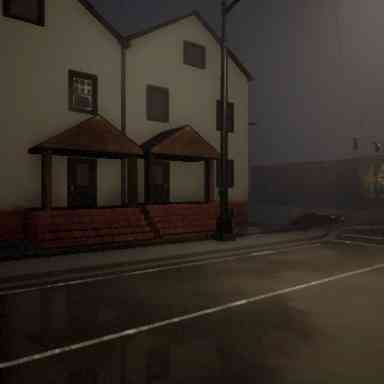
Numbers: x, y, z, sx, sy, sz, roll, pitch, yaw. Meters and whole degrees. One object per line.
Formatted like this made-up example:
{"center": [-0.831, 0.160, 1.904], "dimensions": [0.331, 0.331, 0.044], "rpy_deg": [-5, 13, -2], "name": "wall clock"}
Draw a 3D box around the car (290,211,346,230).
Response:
{"center": [10.181, 2.321, 27.404], "dimensions": [1.812, 1.442, 4.674], "rpy_deg": [0, -14, -36], "name": "car"}
